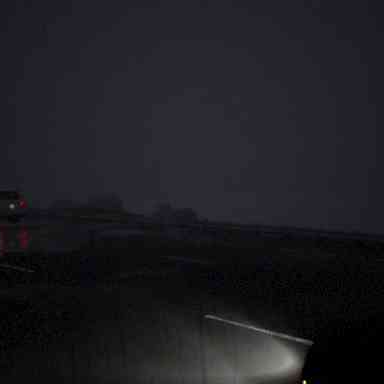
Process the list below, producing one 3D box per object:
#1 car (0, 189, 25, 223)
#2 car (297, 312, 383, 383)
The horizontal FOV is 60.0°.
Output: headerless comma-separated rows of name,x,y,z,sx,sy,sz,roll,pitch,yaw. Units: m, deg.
car,-12.613,0.841,20.046,5.566,2.045,2.150,1,0,26
car,3.452,1.545,1.999,5.357,1.411,2.033,1,1,34
